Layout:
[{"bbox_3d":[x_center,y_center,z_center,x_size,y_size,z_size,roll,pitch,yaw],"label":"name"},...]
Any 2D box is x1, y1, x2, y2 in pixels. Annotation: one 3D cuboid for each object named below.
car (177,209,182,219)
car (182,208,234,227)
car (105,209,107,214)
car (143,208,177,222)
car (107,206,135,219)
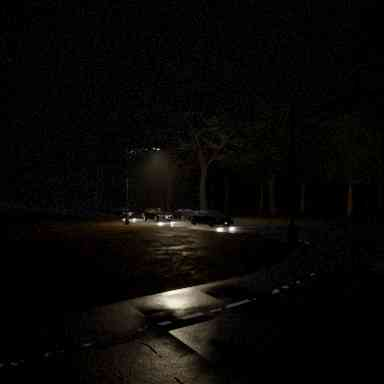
[{"bbox_3d":[-1.081,2.678,40.274,1.994,1.385,4.181,1,-2,-33],"label":"car"},{"bbox_3d":[1.478,2.282,29.669,2.033,1.411,5.357,0,-2,-30],"label":"car"},{"bbox_3d":[-14.335,3.356,60.380,2.128,1.511,4.902,1,-2,-33],"label":"car"},{"bbox_3d":[-4.029,2.579,38.028,1.837,1.490,4.892,1,-2,-33],"label":"car"},{"bbox_3d":[-9.615,2.896,46.562,2.128,1.511,4.902,1,-2,-33],"label":"car"}]
